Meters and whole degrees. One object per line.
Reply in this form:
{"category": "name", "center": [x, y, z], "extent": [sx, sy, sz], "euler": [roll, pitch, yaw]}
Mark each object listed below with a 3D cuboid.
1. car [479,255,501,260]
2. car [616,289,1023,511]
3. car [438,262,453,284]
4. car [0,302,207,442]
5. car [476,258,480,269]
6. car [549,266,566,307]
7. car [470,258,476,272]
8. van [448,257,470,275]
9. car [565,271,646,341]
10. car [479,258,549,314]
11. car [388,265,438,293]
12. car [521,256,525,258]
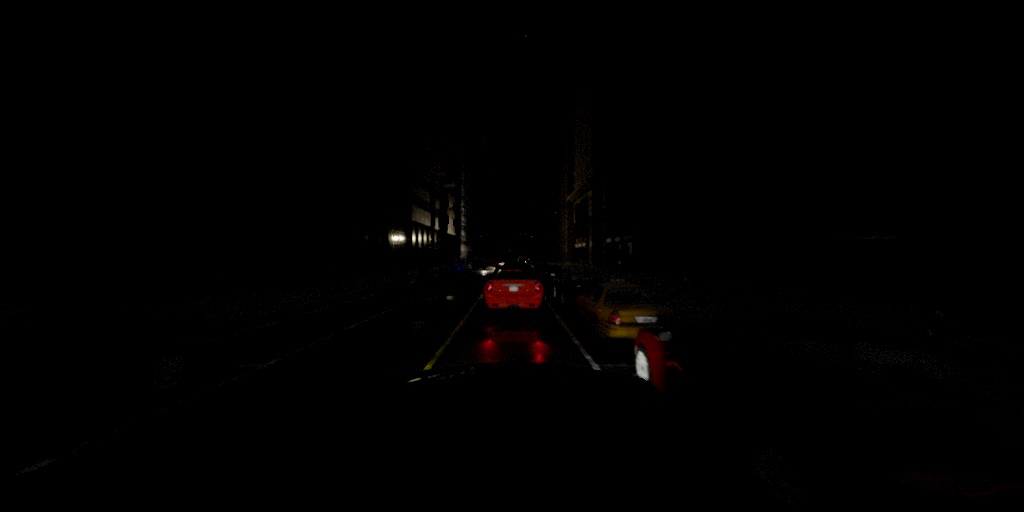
{"category": "car", "center": [-3.088, 0.930, 51.431], "extent": [2.150, 2.045, 5.566], "euler": [0, 0, 0]}
{"category": "car", "center": [2.762, 1.293, 3.889], "extent": [1.888, 1.381, 4.507], "euler": [0, 0, 0]}
{"category": "car", "center": [-5.767, 1.309, 26.277], "extent": [1.802, 1.307, 4.207], "euler": [0, 0, 0]}
{"category": "car", "center": [-5.763, 1.293, 3.869], "extent": [1.888, 1.381, 4.507], "euler": [0, 0, 0]}
{"category": "car", "center": [-5.771, 1.293, 48.686], "extent": [1.802, 1.307, 4.207], "euler": [0, 0, 0]}
{"category": "car", "center": [2.760, 1.288, 15.092], "extent": [2.007, 1.370, 4.403], "euler": [0, 0, 0]}
{"category": "car", "center": [-5.770, 1.240, 42.914], "extent": [1.751, 1.417, 4.829], "euler": [0, 0, 0]}
{"category": "van", "center": [-5.769, 1.059, 37.482], "extent": [1.690, 1.789, 3.998], "euler": [0, 0, 0]}
{"category": "car", "center": [2.761, 1.268, 9.661], "extent": [1.751, 1.417, 4.829], "euler": [0, 0, 0]}
{"category": "car", "center": [0.066, 1.089, 13.803], "extent": [2.097, 1.767, 4.553], "euler": [0, 0, 0]}
{"category": "car", "center": [-5.766, 1.314, 20.676], "extent": [1.802, 1.307, 4.207], "euler": [0, 0, 0]}
{"category": "car", "center": [2.752, 1.229, 60.076], "extent": [1.751, 1.417, 4.829], "euler": [0, 0, 0]}
